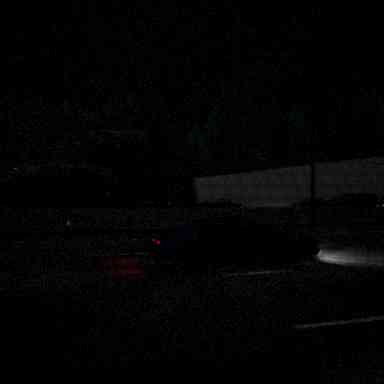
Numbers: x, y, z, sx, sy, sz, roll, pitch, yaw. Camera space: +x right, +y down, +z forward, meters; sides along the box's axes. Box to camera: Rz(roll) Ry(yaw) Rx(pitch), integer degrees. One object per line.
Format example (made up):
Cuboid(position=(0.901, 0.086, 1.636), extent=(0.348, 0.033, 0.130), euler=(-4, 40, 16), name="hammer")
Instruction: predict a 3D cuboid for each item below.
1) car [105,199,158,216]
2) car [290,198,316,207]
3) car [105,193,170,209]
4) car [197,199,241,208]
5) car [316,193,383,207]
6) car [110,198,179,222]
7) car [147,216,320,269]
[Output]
Cuboid(position=(-5.601, 1.383, 30.809), extent=(4.674, 1.442, 1.812), euler=(0, 0, -14), name="car")
Cuboid(position=(12.679, 1.391, 35.261), extent=(4.674, 1.442, 1.812), euler=(0, 0, -14), name="car")
Cuboid(position=(-4.315, 1.095, 27.519), extent=(5.566, 2.045, 2.150), euler=(0, 0, -14), name="car")
Cuboid(position=(2.916, 1.444, 37.009), extent=(4.718, 1.301, 1.895), euler=(0, 0, -7), name="car")
Cuboid(position=(15.413, 1.104, 32.324), extent=(5.566, 2.045, 2.150), euler=(0, 0, -14), name="car")
Cuboid(position=(-3.241, 1.381, 24.178), extent=(4.902, 1.511, 2.128), euler=(0, 0, -14), name="car")
Cuboid(position=(1.286, 1.502, 10.668), extent=(5.357, 1.411, 2.033), euler=(0, 0, -14), name="car")
